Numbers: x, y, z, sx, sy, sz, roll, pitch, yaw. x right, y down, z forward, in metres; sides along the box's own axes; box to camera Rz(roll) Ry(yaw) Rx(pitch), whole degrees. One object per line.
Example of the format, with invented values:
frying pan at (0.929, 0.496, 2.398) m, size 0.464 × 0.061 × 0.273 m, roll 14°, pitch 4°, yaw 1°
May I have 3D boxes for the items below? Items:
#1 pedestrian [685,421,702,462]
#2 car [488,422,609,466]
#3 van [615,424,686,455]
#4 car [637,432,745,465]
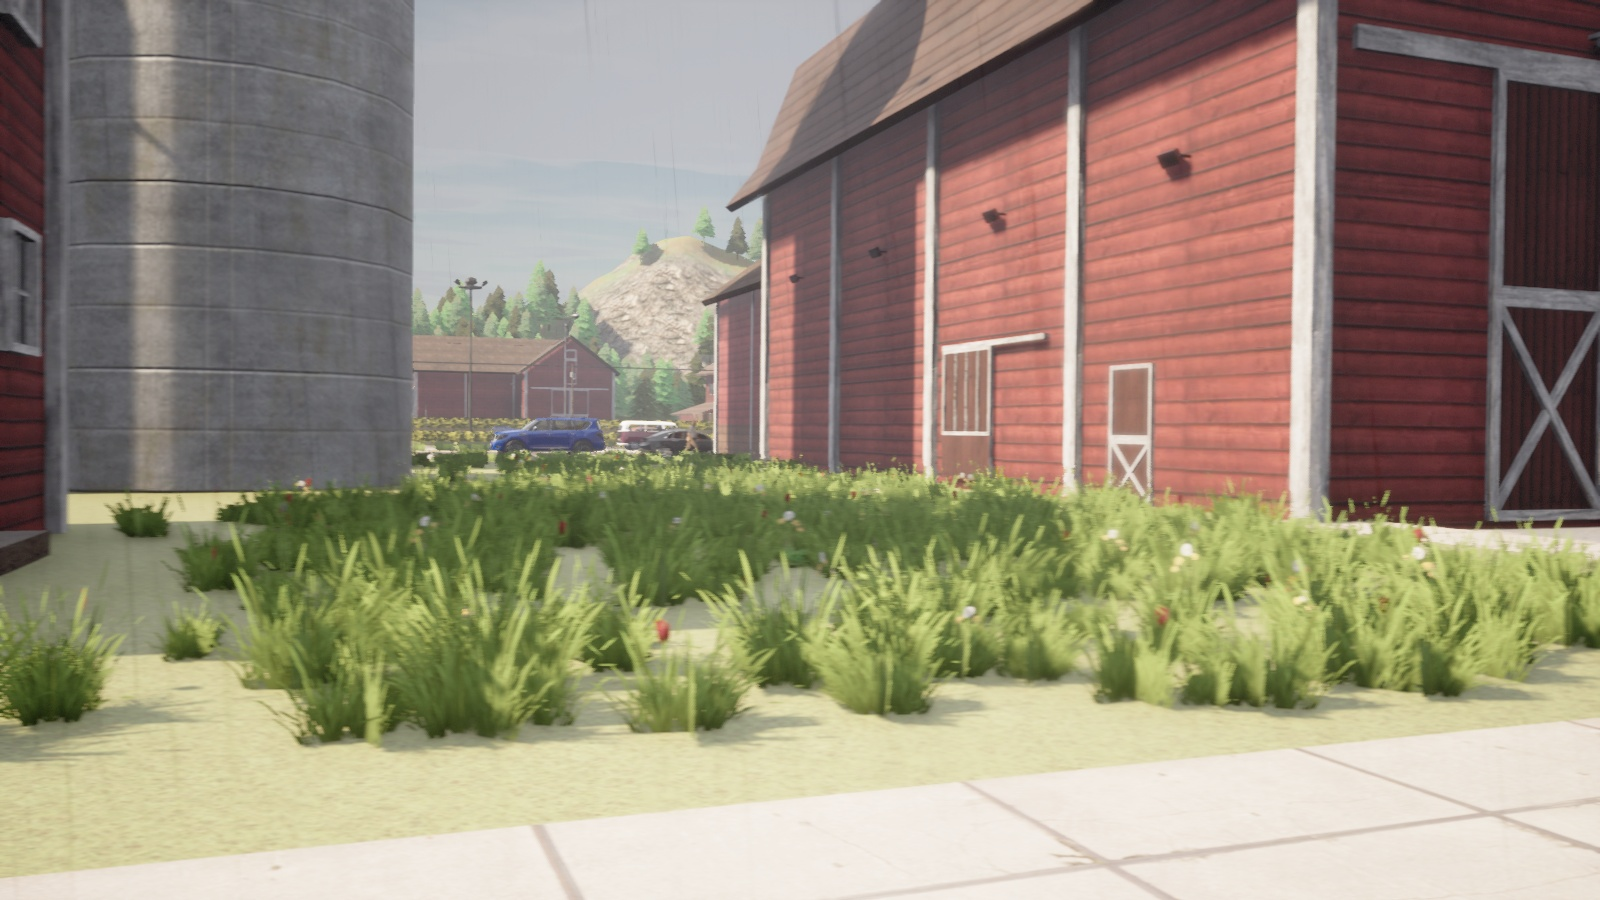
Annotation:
pedestrian at (-4.764, -0.382, 56.156) m, size 0.694 × 1.848 × 0.540 m, roll -1°, pitch 1°, yaw -2°
car at (-12.437, -0.332, 62.060) m, size 5.566 × 2.045 × 2.150 m, roll -1°, pitch 1°, yaw -21°
van at (-10.369, -0.752, 86.815) m, size 4.480 × 2.038 × 2.069 m, roll -1°, pitch 1°, yaw -20°
car at (-5.294, -0.106, 61.028) m, size 4.892 × 1.490 × 1.837 m, roll -1°, pitch 1°, yaw -21°
